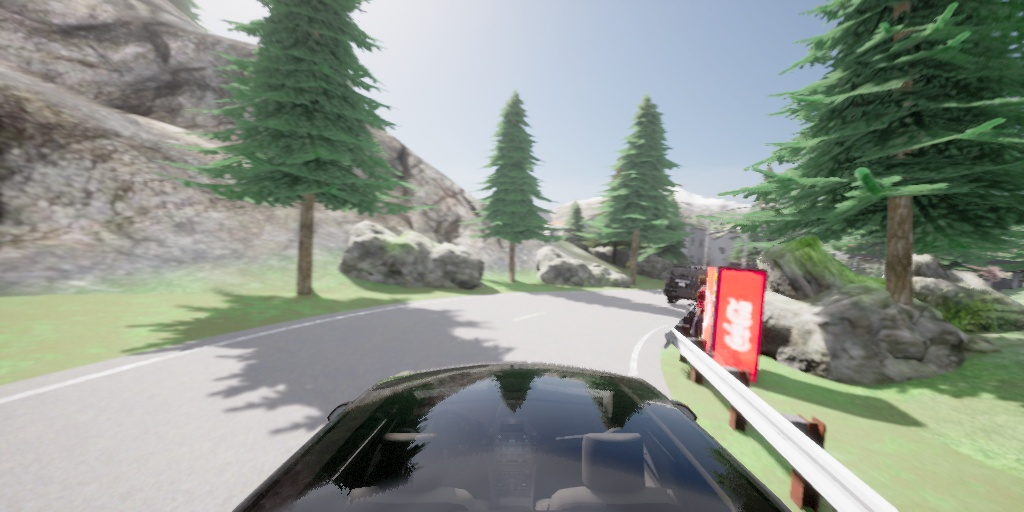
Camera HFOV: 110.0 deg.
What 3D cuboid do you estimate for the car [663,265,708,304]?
[{"bbox_3d":[9.967,1.573,18.512,5.566,2.045,2.150,4,1,-40],"label":"car"}]

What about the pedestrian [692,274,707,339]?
[{"bbox_3d":[4.263,1.295,8.019,0.375,1.860,0.375,5,1,26],"label":"pedestrian"}]

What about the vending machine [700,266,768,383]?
[{"bbox_3d":[4.264,1.213,7.105,1.100,2.100,0.880,0,0,22],"label":"vending machine"}]
